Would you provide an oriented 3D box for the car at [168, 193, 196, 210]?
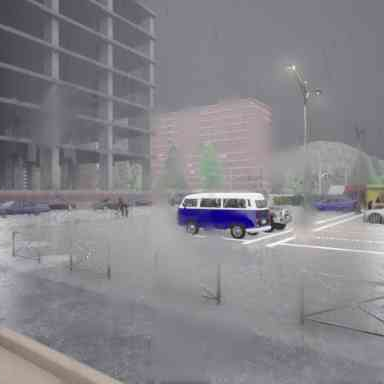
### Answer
[{"bbox_3d":[-1.266,1.168,50.968,2.150,2.045,5.566,0,0,36],"label":"car"}]

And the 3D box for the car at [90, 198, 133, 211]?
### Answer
[{"bbox_3d":[-9.653,1.448,39.142,1.837,1.490,4.892,0,0,35],"label":"car"}]

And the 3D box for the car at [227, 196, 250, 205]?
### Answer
[{"bbox_3d":[8.174,1.422,58.174,1.882,1.535,5.008,0,0,35],"label":"car"}]

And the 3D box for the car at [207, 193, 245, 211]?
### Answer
[{"bbox_3d":[4.929,1.166,47.431,2.150,2.045,5.566,0,0,36],"label":"car"}]

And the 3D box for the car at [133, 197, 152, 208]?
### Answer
[{"bbox_3d":[-7.775,1.436,47.857,2.128,1.511,4.902,0,0,35],"label":"car"}]

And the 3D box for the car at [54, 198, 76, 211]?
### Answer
[{"bbox_3d":[-15.316,1.436,37.186,2.128,1.511,4.902,0,0,35],"label":"car"}]

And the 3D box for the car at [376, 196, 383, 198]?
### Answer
[{"bbox_3d":[16.452,1.153,26.046,4.605,1.855,1.932,0,0,36],"label":"car"}]

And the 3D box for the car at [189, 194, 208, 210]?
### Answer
[{"bbox_3d":[2.250,1.436,49.692,2.128,1.511,4.902,0,0,36],"label":"car"}]

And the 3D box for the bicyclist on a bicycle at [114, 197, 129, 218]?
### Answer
[{"bbox_3d":[-5.504,1.248,25.969,1.656,1.620,0.582,0,0,35],"label":"bicyclist on a bicycle"}]

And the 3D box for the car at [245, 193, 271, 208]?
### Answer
[{"bbox_3d":[11.034,1.436,56.157,2.128,1.511,4.902,0,0,35],"label":"car"}]

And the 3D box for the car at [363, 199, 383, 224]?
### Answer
[{"bbox_3d":[13.246,1.395,21.481,3.806,1.475,1.970,0,0,36],"label":"car"}]

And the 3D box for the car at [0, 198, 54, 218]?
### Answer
[{"bbox_3d":[-15.858,1.492,30.348,2.033,1.411,5.357,0,0,35],"label":"car"}]
